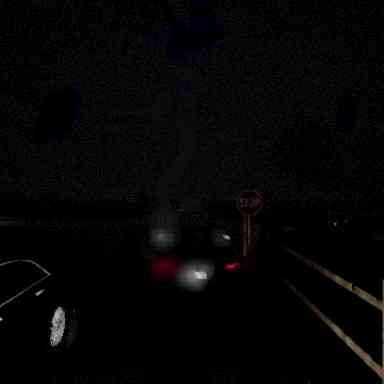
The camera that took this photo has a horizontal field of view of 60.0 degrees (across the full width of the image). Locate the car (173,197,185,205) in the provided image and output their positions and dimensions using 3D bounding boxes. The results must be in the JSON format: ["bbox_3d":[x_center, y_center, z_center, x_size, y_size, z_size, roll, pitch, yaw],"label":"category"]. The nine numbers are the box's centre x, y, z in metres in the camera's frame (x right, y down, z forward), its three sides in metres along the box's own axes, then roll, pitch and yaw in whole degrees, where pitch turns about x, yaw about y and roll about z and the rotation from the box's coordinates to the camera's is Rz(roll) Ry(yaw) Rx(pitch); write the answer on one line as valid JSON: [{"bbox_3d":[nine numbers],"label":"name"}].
[{"bbox_3d":[-2.629,1.829,68.123,2.033,1.411,5.357,0,0,1],"label":"car"}]

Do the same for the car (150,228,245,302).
[{"bbox_3d":[0.063,1.594,8.414,1.994,1.385,4.181,0,0,-1],"label":"car"}]

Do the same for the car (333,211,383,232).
[{"bbox_3d":[12.737,2.123,23.752,4.902,1.511,2.128,2,0,1],"label":"car"}]

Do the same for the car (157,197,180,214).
[{"bbox_3d":[-2.772,1.633,37.336,2.128,1.511,4.902,0,0,0],"label":"car"}]

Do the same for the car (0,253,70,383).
[{"bbox_3d":[-2.828,1.516,3.373,1.837,1.490,4.892,0,0,0],"label":"car"}]

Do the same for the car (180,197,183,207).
[{"bbox_3d":[-2.746,1.746,47.331,1.994,1.385,4.181,0,0,0],"label":"car"}]
